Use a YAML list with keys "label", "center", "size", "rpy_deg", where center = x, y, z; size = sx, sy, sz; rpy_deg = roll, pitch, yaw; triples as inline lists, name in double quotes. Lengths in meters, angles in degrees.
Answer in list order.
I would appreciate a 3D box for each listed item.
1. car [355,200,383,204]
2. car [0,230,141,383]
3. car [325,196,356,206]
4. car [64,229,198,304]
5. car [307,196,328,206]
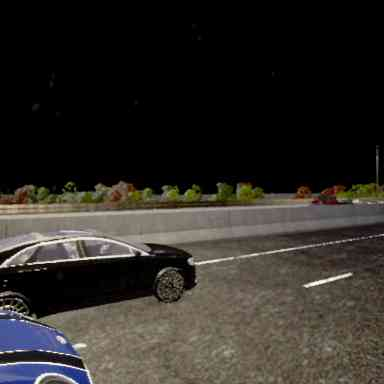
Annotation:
- label: "car"
  center: [19.609, 1.580, 34.986]
  size: [4.718, 1.301, 1.895]
  rpy_deg: [0, 0, -35]
- label: "car"
  center: [-2.822, 1.352, 1.748]
  size: [4.553, 1.767, 2.097]
  rpy_deg: [0, 0, -35]
- label: "car"
  center: [18.087, 1.526, 38.196]
  size: [5.357, 1.411, 2.033]
  rpy_deg: [0, 0, -35]
- label: "car"
  center: [-2.142, 1.491, 6.513]
  size: [4.902, 1.511, 2.128]
  rpy_deg: [0, 0, -35]
- label: "car"
  center: [16.303, 1.331, 41.216]
  size: [4.553, 1.767, 2.097]
  rpy_deg: [0, 0, -35]
